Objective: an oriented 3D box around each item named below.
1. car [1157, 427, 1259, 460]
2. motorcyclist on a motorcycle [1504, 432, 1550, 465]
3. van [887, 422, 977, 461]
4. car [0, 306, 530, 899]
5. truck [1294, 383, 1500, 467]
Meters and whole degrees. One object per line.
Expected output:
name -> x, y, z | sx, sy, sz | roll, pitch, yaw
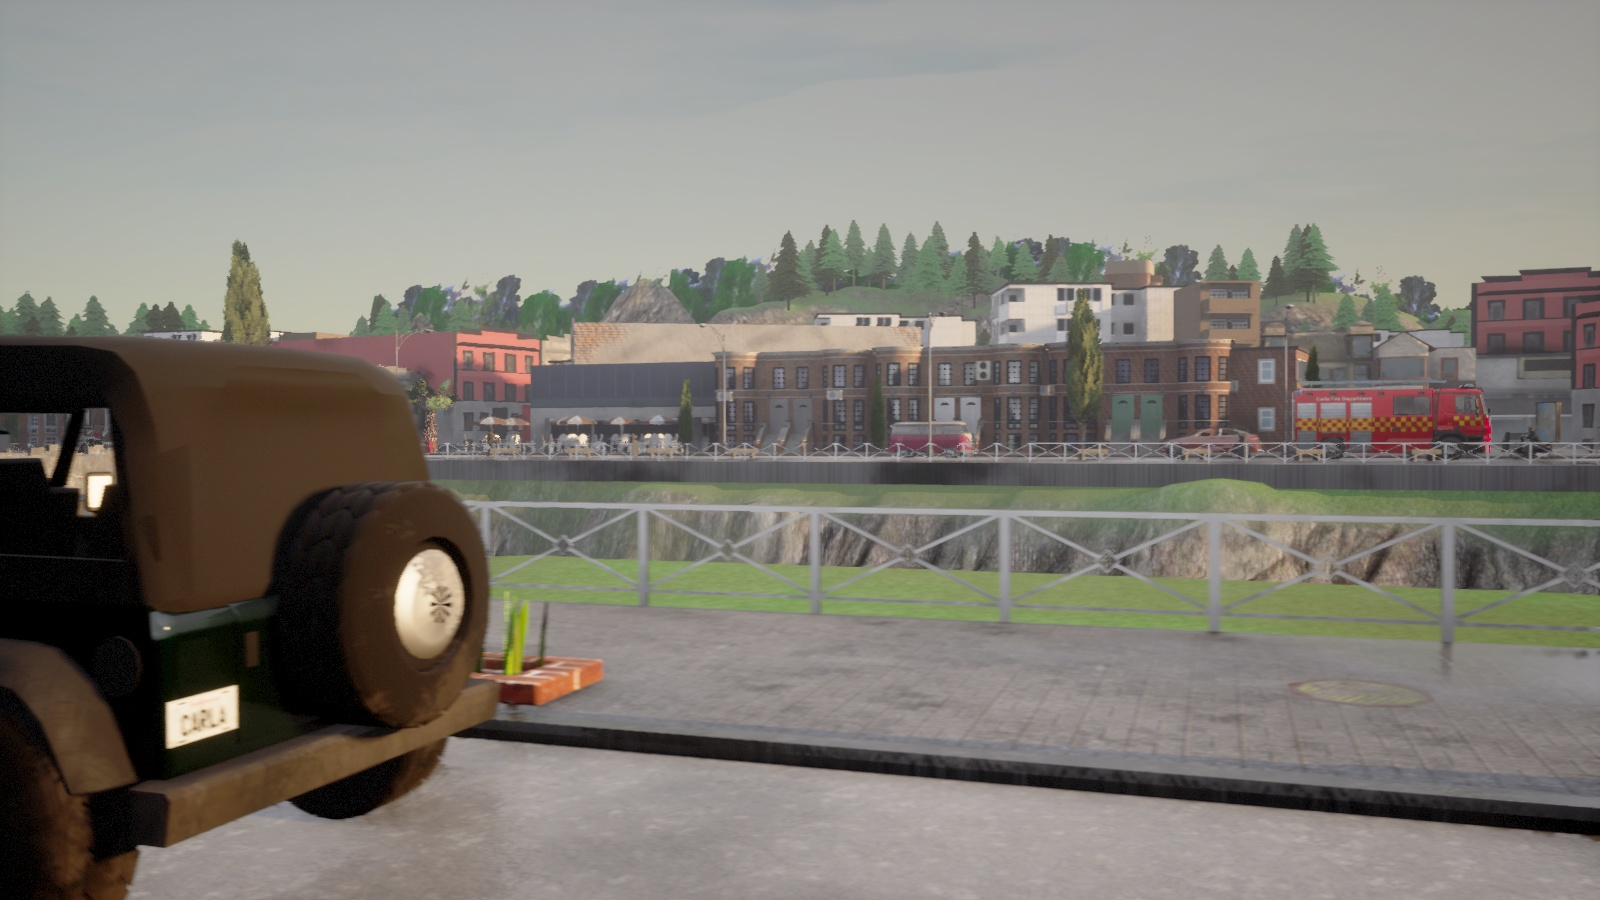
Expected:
car -> 21.362, -0.369, 65.839 | 5.027, 1.651, 2.152 | 1, 1, 19
motorcyclist on a motorcycle -> 35.380, -0.066, 61.129 | 1.817, 1.590, 0.866 | 1, 1, 19
van -> 6.972, -0.459, 66.456 | 4.442, 1.987, 1.775 | 1, 1, 19
car -> -3.230, 0.533, 4.805 | 3.866, 1.878, 1.905 | 1, 1, 19
truck -> 28.007, -1.184, 59.373 | 8.468, 3.827, 2.891 | 1, 1, 19
